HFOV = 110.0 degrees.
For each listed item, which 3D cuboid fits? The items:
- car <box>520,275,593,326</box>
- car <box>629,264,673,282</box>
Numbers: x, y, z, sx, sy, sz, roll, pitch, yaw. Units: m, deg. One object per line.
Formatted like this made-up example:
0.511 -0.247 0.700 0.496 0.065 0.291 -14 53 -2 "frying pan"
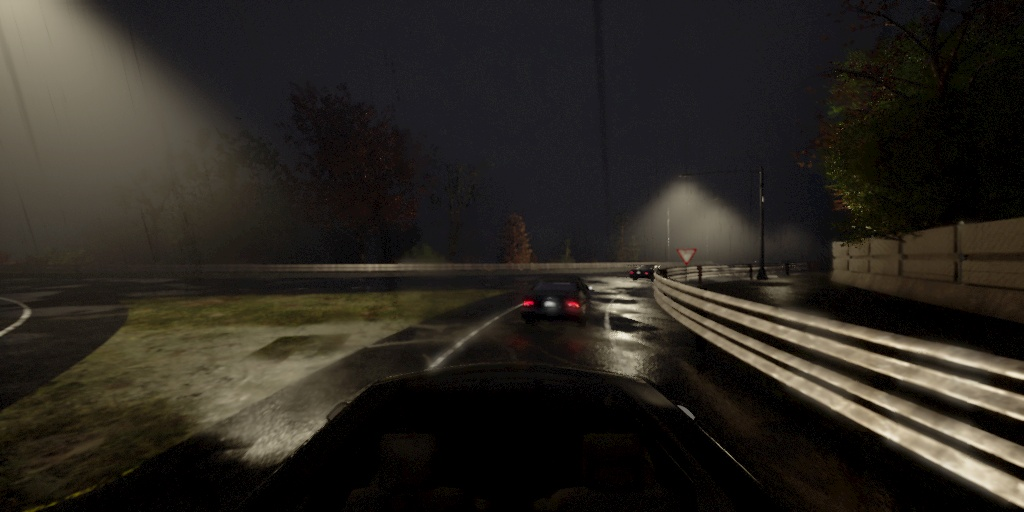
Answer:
1.628 1.339 11.930 2.033 1.411 5.357 0 0 14 "car"
11.973 1.428 30.784 2.033 1.411 5.357 0 0 44 "car"
